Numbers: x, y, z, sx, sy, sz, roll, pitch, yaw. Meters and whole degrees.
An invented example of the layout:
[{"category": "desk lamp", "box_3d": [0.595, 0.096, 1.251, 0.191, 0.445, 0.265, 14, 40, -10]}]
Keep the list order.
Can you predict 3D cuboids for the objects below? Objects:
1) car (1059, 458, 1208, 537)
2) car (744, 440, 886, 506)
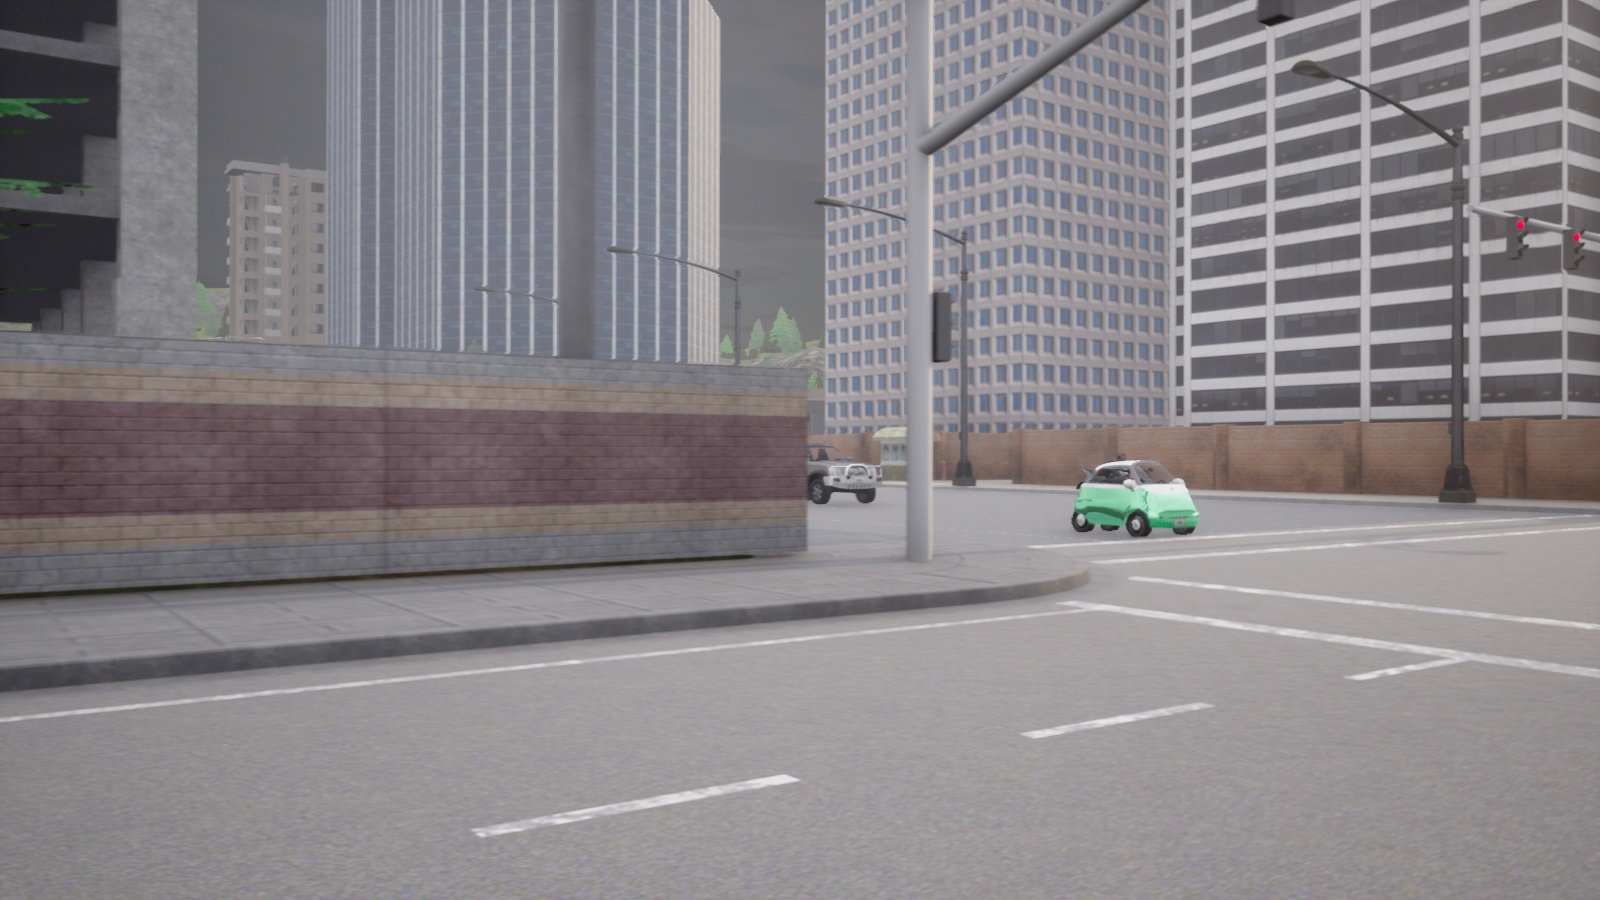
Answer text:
[{"category": "car", "box_3d": [6.106, 0.842, 23.090, 1.481, 1.376, 2.207, 0, -1, -35]}, {"category": "car", "box_3d": [0.373, 0.653, 37.593, 1.932, 1.855, 4.605, 0, 0, -35]}]
